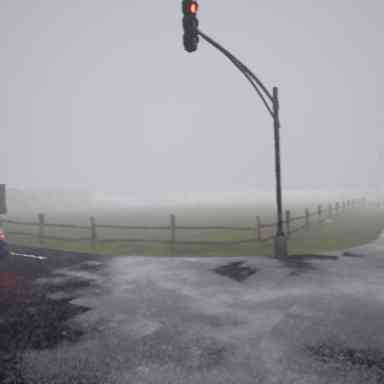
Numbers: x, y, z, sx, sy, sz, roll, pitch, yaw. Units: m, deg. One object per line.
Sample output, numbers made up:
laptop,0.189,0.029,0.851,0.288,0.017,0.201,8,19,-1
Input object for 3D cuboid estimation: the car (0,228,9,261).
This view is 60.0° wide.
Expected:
car,-8.656,1.583,12.036,4.553,1.767,2.097,-1,-1,35
